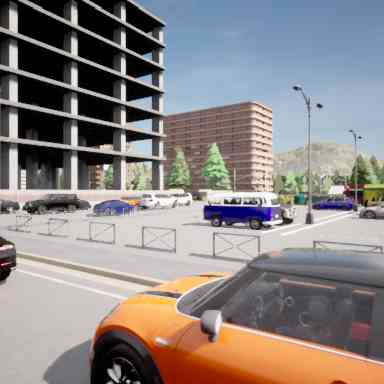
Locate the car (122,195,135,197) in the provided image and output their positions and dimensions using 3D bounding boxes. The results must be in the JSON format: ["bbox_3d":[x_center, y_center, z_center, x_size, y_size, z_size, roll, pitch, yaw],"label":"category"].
[{"bbox_3d":[-8.335,1.295,42.310,2.097,1.767,4.553,0,0,35],"label":"car"}]

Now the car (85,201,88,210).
[{"bbox_3d":[-14.377,1.507,39.825,1.994,1.385,4.181,0,0,35],"label":"car"}]

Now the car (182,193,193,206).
[{"bbox_3d":[-2.259,1.164,50.894,2.150,2.045,5.566,0,0,35],"label":"car"}]

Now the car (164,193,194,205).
[{"bbox_3d":[-2.148,1.164,57.076,2.150,2.045,5.566,0,0,36],"label":"car"}]

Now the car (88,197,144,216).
[{"bbox_3d":[-7.132,1.469,31.524,1.812,1.442,4.674,0,0,35],"label":"car"}]

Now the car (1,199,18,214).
[{"bbox_3d":[-19.519,1.434,32.551,2.128,1.511,4.902,0,0,36],"label":"car"}]

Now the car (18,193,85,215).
[{"bbox_3d":[-14.212,1.164,33.982,2.150,2.045,5.566,0,0,35],"label":"car"}]

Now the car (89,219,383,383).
[{"bbox_3d":[1.074,1.352,3.223,4.553,1.767,2.097,0,0,35],"label":"car"}]

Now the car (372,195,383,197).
[{"bbox_3d":[17.857,1.153,29.341,4.605,1.855,1.932,0,0,36],"label":"car"}]

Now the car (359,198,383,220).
[{"bbox_3d":[14.651,1.395,24.775,3.806,1.475,1.970,0,0,36],"label":"car"}]

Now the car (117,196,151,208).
[{"bbox_3d":[-8.353,1.434,48.351,2.128,1.511,4.902,0,0,35],"label":"car"}]

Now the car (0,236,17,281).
[{"bbox_3d":[-6.439,1.491,8.536,4.902,1.511,2.128,0,0,35],"label":"car"}]

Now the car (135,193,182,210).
[{"bbox_3d":[-4.097,1.164,41.905,2.150,2.045,5.566,0,0,35],"label":"car"}]
